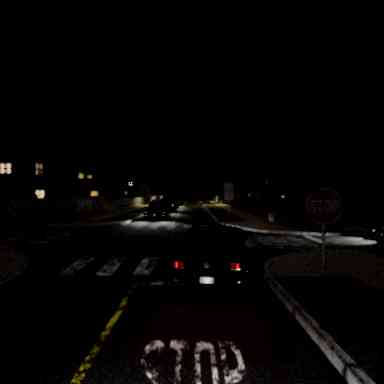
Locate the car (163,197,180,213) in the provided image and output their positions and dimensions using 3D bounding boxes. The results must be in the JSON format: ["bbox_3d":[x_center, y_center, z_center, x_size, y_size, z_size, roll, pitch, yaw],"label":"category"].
[{"bbox_3d":[-2.843,1.399,38.233,2.097,1.767,4.553,0,0,0],"label":"car"}]

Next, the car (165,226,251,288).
[{"bbox_3d":[0.623,1.606,9.324,1.895,1.301,4.718,0,0,8],"label":"car"}]

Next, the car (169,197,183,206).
[{"bbox_3d":[-2.797,1.604,58.507,2.128,1.511,4.902,0,0,1],"label":"car"}]

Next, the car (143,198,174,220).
[{"bbox_3d":[-2.875,1.530,28.137,1.837,1.490,4.892,0,0,1],"label":"car"}]

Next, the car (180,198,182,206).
[{"bbox_3d":[-2.841,1.601,48.145,1.812,1.442,4.674,0,0,0],"label":"car"}]

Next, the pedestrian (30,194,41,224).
[{"bbox_3d":[-9.628,1.033,20.419,0.375,1.860,0.375,0,-2,0],"label":"pedestrian"}]

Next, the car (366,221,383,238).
[{"bbox_3d":[11.539,1.885,17.502,4.181,1.385,1.994,1,-1,-1],"label":"car"}]

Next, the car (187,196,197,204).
[{"bbox_3d":[0.004,1.659,69.454,1.837,1.490,4.892,0,0,0],"label":"car"}]
